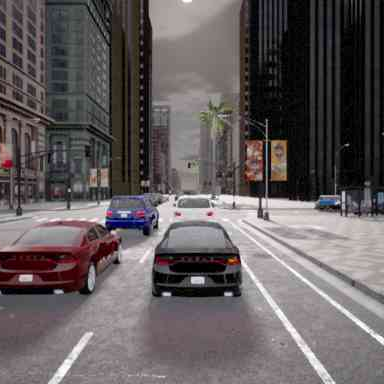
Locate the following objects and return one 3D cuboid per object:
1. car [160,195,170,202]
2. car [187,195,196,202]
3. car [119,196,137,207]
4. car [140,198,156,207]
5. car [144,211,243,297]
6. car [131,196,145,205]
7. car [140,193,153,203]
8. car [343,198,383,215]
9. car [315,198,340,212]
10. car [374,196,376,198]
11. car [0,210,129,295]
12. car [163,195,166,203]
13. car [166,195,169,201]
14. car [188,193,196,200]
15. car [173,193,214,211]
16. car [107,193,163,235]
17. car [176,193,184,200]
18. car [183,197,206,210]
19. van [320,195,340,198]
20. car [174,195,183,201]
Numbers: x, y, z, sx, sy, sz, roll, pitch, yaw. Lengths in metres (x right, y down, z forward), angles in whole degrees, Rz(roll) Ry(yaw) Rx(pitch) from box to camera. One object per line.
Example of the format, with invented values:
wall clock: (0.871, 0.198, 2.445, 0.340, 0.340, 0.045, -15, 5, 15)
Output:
car: (-6.545, 1.511, 80.616, 2.128, 1.511, 4.902, 0, 0, 0)
car: (-0.039, 1.465, 74.312, 1.882, 1.535, 5.008, 0, 0, 0)
car: (-9.912, 1.481, 51.832, 2.128, 1.511, 4.902, 0, 0, -3)
car: (-6.607, 1.591, 50.583, 1.895, 1.301, 4.718, 0, 0, -1)
car: (0.094, 1.475, 8.608, 1.882, 1.535, 5.008, 0, 0, 0)
car: (-9.847, 1.514, 61.476, 1.812, 1.442, 4.674, 0, 0, 0)
car: (-9.791, 1.212, 71.875, 2.150, 2.045, 5.566, 0, 0, 0)
car: (17.053, 1.541, 31.272, 4.403, 1.369, 2.008, 0, 0, 0)
car: (16.354, 1.574, 37.135, 4.718, 1.301, 1.895, 0, 0, 0)
car: (22.721, 1.275, 39.801, 5.009, 1.841, 2.192, 0, 0, 0)
car: (-3.155, 1.475, 8.761, 1.882, 1.535, 5.008, 0, 0, 0)
car: (-6.605, 1.210, 60.351, 2.150, 2.045, 5.566, 0, 0, 1)
car: (-6.539, 1.583, 70.422, 1.895, 1.301, 4.718, 0, 0, 0)
car: (-0.051, 1.210, 92.085, 2.150, 2.045, 5.566, 0, 0, 0)
car: (0.091, 1.217, 18.568, 2.150, 2.045, 5.566, 0, 0, 0)
car: (-3.189, 1.217, 18.626, 2.150, 2.045, 5.566, 0, 0, 2)
car: (-3.301, 1.172, 92.029, 2.097, 1.767, 4.553, 0, 0, 0)
car: (0.297, 1.497, 44.281, 1.837, 1.490, 4.892, -3, 1, -14)
van: (17.044, 1.305, 39.796, 3.998, 1.788, 1.690, 0, 0, 0)
car: (-3.296, 1.477, 81.639, 1.837, 1.490, 4.892, 0, 0, 0)
